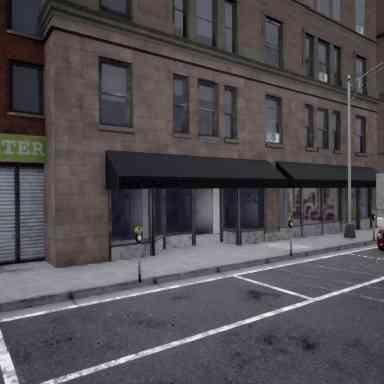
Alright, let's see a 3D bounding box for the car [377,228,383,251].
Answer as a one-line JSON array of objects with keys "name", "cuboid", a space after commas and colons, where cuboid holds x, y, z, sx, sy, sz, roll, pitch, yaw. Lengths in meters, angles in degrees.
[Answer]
[{"name": "car", "cuboid": [8.899, 1.541, 12.894, 4.507, 1.381, 1.887, 0, -1, -36]}]
